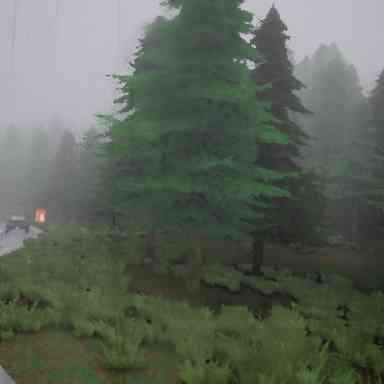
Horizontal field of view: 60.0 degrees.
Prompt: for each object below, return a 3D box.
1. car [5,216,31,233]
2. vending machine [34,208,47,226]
[{"bbox_3d":[-16.765,3.067,32.012,1.837,1.490,4.892,3,-4,-27],"label":"car"},{"bbox_3d":[-19.064,3.186,41.888,1.100,2.100,0.880,8,-2,-39],"label":"vending machine"}]
